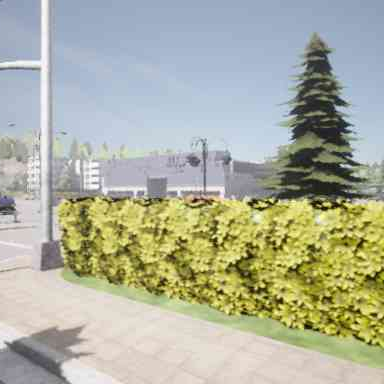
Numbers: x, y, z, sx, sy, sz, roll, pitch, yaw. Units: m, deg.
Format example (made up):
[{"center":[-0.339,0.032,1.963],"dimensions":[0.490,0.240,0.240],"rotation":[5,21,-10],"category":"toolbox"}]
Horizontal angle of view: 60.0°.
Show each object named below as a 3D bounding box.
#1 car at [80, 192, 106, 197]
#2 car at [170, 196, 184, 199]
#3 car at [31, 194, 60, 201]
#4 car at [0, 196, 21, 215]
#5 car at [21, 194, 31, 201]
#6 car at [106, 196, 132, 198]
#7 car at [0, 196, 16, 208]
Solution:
[{"center":[-17.491,1.036,61.080],"dimensions":[1.932,1.855,4.605],"rotation":[0,0,36],"category":"car"},{"center":[-2.577,1.335,49.992],"dimensions":[1.845,1.501,3.633],"rotation":[0,0,36],"category":"car"},{"center":[-30.403,1.073,70.022],"dimensions":[2.152,1.636,5.027],"rotation":[0,0,36],"category":"car"},{"center":[-17.948,1.301,28.980],"dimensions":[2.007,1.523,4.514],"rotation":[0,0,36],"category":"car"},{"center":[-35.772,1.143,73.552],"dimensions":[1.970,1.475,3.806],"rotation":[0,0,36],"category":"car"},{"center":[-9.366,1.342,45.765],"dimensions":[1.970,1.475,3.806],"rotation":[0,0,36],"category":"car"},{"center":[-25.535,1.262,43.980],"dimensions":[1.845,1.501,3.633],"rotation":[0,0,36],"category":"car"}]
